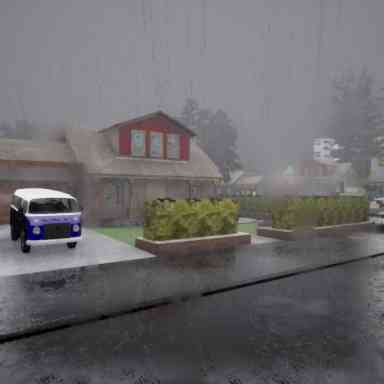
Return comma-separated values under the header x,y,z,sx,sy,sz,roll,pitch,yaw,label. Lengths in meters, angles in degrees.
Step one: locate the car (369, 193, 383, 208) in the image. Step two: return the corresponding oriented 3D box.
x,y,z,sx,sy,sz,roll,pitch,yaw,label
23.743,0.986,40.873,3.866,1.878,1.905,0,0,-1,car
